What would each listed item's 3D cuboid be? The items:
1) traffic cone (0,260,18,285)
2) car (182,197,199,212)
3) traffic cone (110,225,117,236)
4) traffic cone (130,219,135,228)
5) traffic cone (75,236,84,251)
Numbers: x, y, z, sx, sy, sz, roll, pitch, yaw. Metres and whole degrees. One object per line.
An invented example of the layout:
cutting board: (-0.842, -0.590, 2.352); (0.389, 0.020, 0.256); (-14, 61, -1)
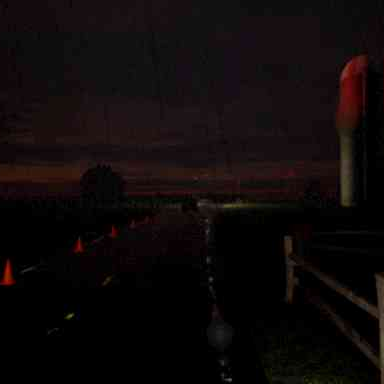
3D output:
traffic cone: (-4.728, 2.049, 8.571); (0.340, 0.580, 0.340); (0, -1, 1)
car: (-0.205, 1.759, 47.011); (2.150, 2.045, 5.566); (0, -1, 1)
traffic cone: (-4.409, 2.163, 18.618); (0.340, 0.580, 0.340); (0, -1, 2)
traffic cone: (-4.171, 2.220, 23.638); (0.340, 0.580, 0.340); (0, -1, 3)
traffic cone: (-4.595, 2.106, 13.595); (0.340, 0.580, 0.340); (0, -1, 2)
